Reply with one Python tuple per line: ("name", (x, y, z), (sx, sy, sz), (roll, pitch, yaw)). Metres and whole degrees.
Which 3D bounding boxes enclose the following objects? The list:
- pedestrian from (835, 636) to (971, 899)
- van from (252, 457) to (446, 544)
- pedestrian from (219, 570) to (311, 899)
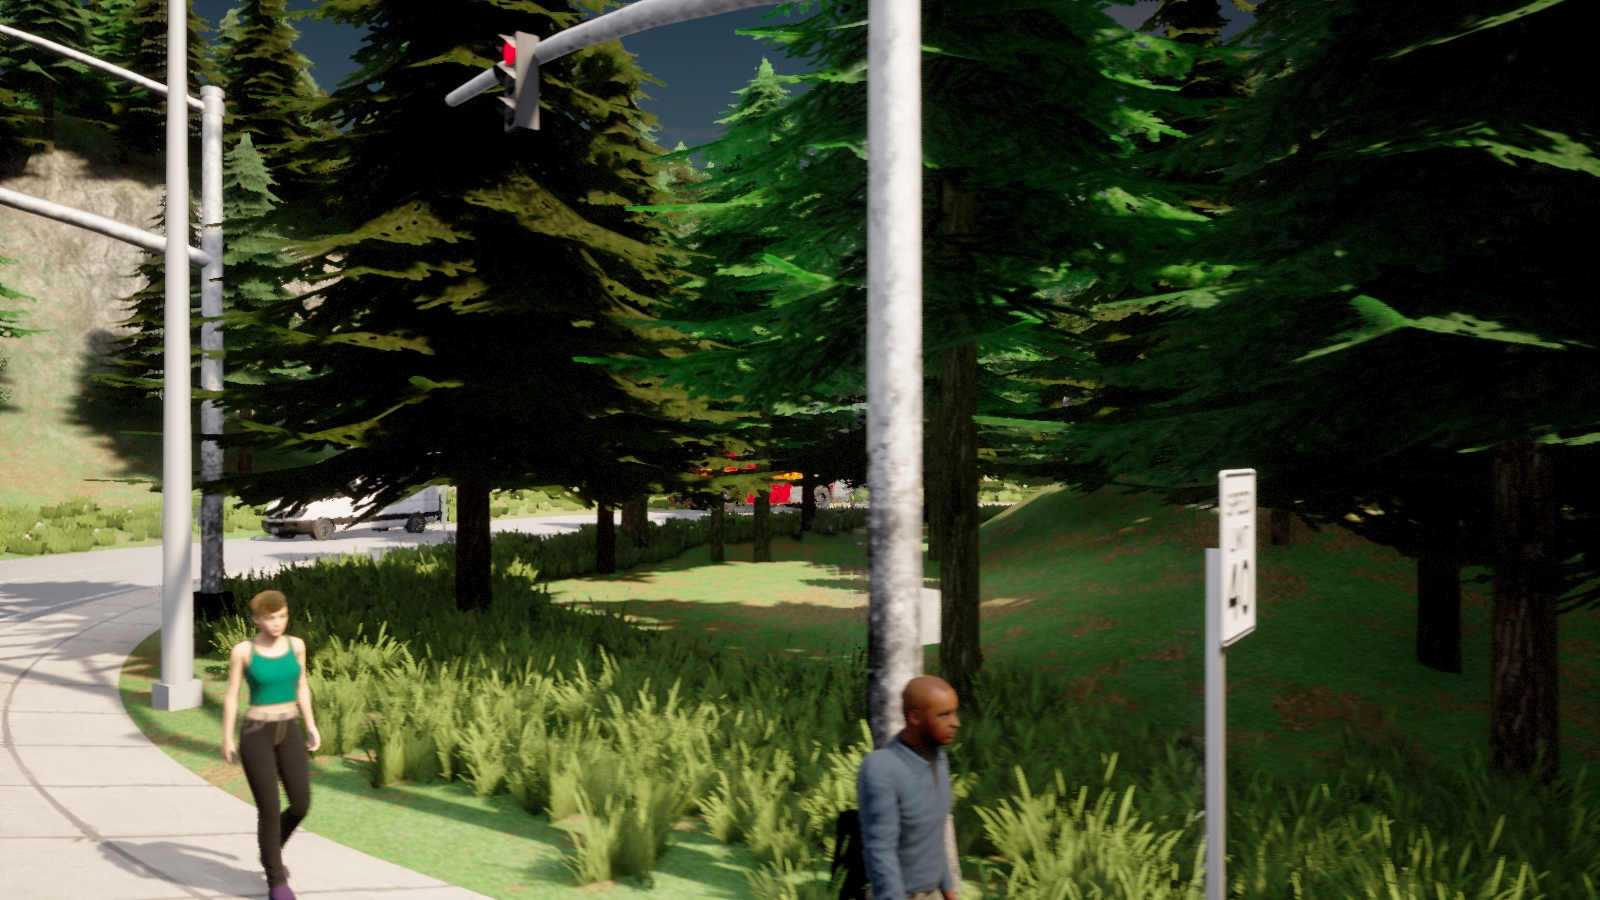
("pedestrian", (0.391, 1.672, 4.303), (0.375, 1.860, 0.375), (0, 0, 33))
("van", (-14.507, 1.532, 37.201), (1.988, 2.561, 5.915), (-1, 0, 29))
("pedestrian", (-3.187, 1.675, 6.810), (0.375, 1.860, 0.375), (0, 0, 40))
